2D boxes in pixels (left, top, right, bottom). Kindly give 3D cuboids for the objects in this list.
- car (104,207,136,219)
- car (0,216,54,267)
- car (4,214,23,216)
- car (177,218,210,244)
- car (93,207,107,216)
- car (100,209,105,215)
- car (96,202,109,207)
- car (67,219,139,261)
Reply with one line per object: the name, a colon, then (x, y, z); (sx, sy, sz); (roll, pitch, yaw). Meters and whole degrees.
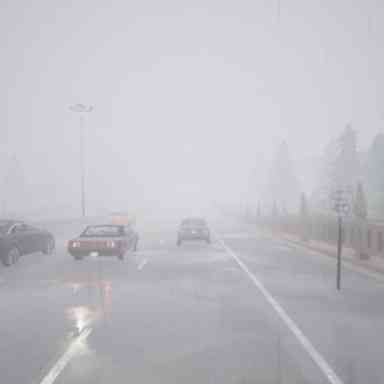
car: (-6.900, 2.681, 33.170); (2.097, 1.767, 4.553); (0, -3, 0)
car: (-6.900, 1.819, 12.588); (2.128, 1.511, 4.902); (0, -3, 0)
car: (-21.064, 3.201, 38.786); (1.895, 1.301, 4.718); (0, -3, 0)
car: (0.100, 2.221, 19.599); (2.033, 1.411, 5.357); (0, -3, 0)
car: (-17.502, 4.111, 64.053); (2.033, 1.411, 5.357); (0, -1, 0)
car: (-14.021, 4.076, 58.047); (1.895, 1.301, 4.718); (0, -2, 1)
car: (-21.000, 3.524, 77.454); (2.150, 2.045, 5.566); (0, 3, 0)
car: (-3.400, 1.985, 13.795); (1.895, 1.301, 4.718); (0, -3, 0)
